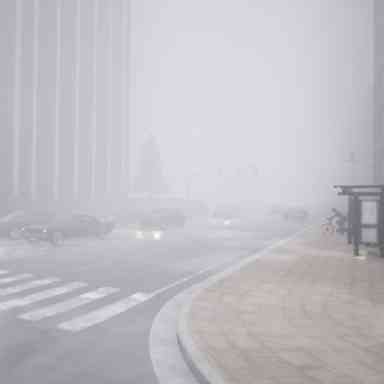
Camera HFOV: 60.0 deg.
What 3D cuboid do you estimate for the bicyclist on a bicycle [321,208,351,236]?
[{"bbox_3d":[8.339,1.727,19.202,1.656,1.620,0.582,0,-1,27],"label":"bicyclist on a bicycle"}]

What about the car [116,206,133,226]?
[{"bbox_3d":[-5.038,1.900,27.042,2.128,1.511,4.902,0,-1,27],"label":"car"}]

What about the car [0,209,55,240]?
[{"bbox_3d":[-9.230,1.751,18.822,1.837,1.490,4.892,0,-1,27],"label":"car"}]

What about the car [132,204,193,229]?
[{"bbox_3d":[-2.084,1.915,25.128,1.837,1.490,4.892,0,-1,27],"label":"car"}]

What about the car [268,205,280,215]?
[{"bbox_3d":[11.408,2.398,44.859,1.994,1.385,4.181,0,-1,19],"label":"car"}]

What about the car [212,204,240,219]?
[{"bbox_3d":[3.875,2.146,36.741,1.837,1.490,4.892,0,-1,27],"label":"car"}]

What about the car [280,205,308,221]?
[{"bbox_3d":[10.896,2.244,34.763,1.994,1.385,4.181,0,-1,27],"label":"car"}]

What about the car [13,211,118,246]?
[{"bbox_3d":[-6.225,1.850,17.008,1.895,1.301,4.718,0,-1,27],"label":"car"}]

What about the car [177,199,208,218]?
[{"bbox_3d":[-0.209,1.816,36.461,2.150,2.045,5.566,0,-1,28],"label":"car"}]
